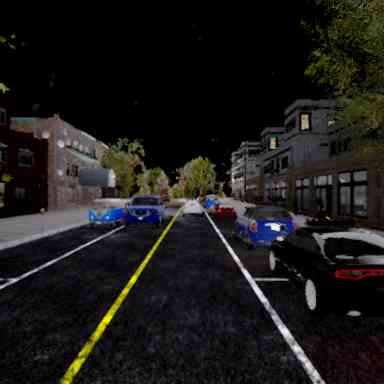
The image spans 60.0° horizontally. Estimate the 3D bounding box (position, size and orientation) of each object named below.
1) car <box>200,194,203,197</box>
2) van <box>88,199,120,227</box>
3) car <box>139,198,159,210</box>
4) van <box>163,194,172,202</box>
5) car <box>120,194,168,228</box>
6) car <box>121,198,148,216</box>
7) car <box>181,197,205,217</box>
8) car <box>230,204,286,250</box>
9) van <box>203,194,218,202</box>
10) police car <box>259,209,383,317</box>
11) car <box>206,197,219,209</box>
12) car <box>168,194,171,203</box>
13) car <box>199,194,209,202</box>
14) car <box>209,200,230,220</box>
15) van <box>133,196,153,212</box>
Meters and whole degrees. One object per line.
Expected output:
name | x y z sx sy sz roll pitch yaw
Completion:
car | 2.691 1.456 66.737 1.967 1.590 4.097 1 0 0
van | -5.682 1.352 22.378 1.690 1.788 3.998 1 0 0
car | -5.688 1.568 44.550 2.008 1.369 4.403 1 0 0
van | -5.702 1.353 77.809 1.690 1.788 3.998 1 0 0
car | -3.102 1.232 22.855 2.150 2.045 5.566 0 0 0
car | -5.685 1.454 33.465 1.967 1.590 4.097 1 0 0
car | 0.062 1.539 31.684 1.812 1.442 4.674 0 0 0
car | 3.110 1.360 14.586 2.097 1.767 4.553 0 0 0
van | 2.695 1.358 44.565 1.690 1.788 3.998 1 0 0
police car | 3.132 1.429 7.725 1.930 1.638 5.238 0 0 0
car | 2.695 1.540 33.648 1.752 1.417 4.829 1 0 0
car | -5.688 1.329 72.267 2.192 1.841 5.009 1 0 0
car | 2.705 1.326 77.822 2.192 1.841 5.009 1 0 0
car | 2.695 1.595 27.935 1.802 1.307 4.206 1 0 0
van | -5.684 1.357 39.007 1.690 1.788 3.998 1 0 0
